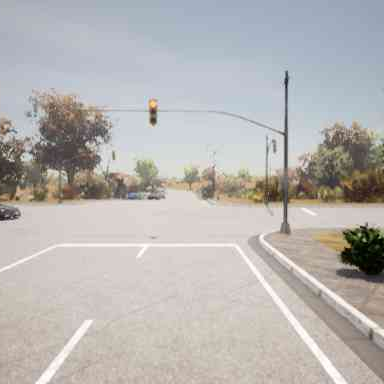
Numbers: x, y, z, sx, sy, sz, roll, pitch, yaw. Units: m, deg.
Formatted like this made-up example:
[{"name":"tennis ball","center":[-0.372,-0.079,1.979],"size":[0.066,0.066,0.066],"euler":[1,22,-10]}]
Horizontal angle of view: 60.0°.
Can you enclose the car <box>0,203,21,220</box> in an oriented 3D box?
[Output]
[{"name":"car","center":[-13.876,1.180,21.892],"size":[4.892,1.490,1.837],"euler":[1,1,0]}]

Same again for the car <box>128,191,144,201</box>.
[{"name":"car","center":[-10.664,0.831,61.858],"size":[1.882,1.535,5.008],"euler":[0,-1,0]}]

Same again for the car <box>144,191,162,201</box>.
[{"name":"car","center":[-7.165,0.949,61.637],"size":[1.895,1.301,4.718],"euler":[0,-1,0]}]

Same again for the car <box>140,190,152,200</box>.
[{"name":"car","center":[-10.643,0.738,77.553],"size":[2.150,2.045,5.566],"euler":[0,-1,0]}]

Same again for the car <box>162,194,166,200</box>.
[{"name":"car","center":[-7.142,1.106,76.885],"size":[1.994,1.385,4.181],"euler":[0,-1,0]}]
